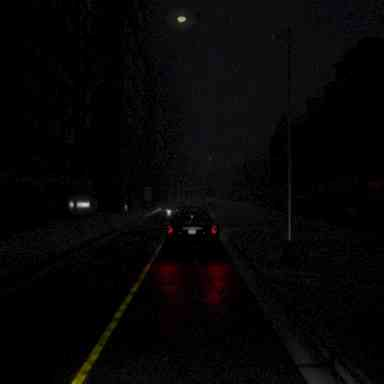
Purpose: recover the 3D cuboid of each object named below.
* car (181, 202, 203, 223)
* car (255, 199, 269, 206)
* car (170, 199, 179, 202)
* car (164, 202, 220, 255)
[{"bbox_3d":[0.007,1.735,29.298,1.837,1.490,4.892,0,0,0],"label":"car"},{"bbox_3d":[13.892,2.015,60.623,4.829,1.417,1.752,0,-1,0],"label":"car"},{"bbox_3d":[-2.753,1.899,52.351,1.812,1.442,4.674,0,-1,0],"label":"car"},{"bbox_3d":[0.005,1.468,14.072,2.097,1.767,4.553,0,-1,0],"label":"car"}]
